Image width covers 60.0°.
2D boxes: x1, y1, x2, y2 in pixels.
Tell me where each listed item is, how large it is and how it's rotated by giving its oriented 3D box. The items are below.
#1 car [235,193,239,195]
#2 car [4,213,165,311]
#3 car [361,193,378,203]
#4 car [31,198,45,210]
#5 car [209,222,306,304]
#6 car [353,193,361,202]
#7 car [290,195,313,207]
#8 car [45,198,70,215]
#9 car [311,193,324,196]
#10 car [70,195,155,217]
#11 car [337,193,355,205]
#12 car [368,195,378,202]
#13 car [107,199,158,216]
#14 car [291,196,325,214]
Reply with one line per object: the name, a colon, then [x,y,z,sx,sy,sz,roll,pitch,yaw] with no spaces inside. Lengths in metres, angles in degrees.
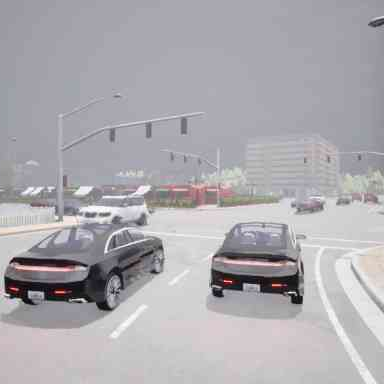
car: [11.184,1.209,88.562,4.605,1.855,1.932,0,0,32]
car: [-2.071,1.492,7.862,2.128,1.511,4.902,0,0,12]
car: [36.645,1.225,68.314,2.150,2.045,5.566,0,0,31]
car: [-17.411,1.533,40.377,5.008,1.535,1.882,0,0,32]
car: [1.746,1.492,8.255,2.128,1.511,4.902,0,0,16]
car: [39.253,1.225,79.298,2.150,2.045,5.566,0,0,31]
car: [15.485,1.547,47.290,2.033,1.411,5.357,0,0,31]
car: [-11.984,1.408,32.876,4.553,1.767,2.097,0,0,32]
car: [21.106,1.221,56.454,2.150,2.045,5.566,0,0,31]
car: [-4.625,1.227,20.533,2.150,2.045,5.566,1,0,19]
car: [26.972,1.491,59.003,2.128,1.511,4.902,0,0,31]
car: [42.163,1.524,77.348,1.812,1.442,4.674,0,0,31]
car: [-5.970,1.533,33.361,5.008,1.535,1.882,0,0,30]
car: [12.928,1.549,36.453,1.812,1.442,4.674,1,1,39]
